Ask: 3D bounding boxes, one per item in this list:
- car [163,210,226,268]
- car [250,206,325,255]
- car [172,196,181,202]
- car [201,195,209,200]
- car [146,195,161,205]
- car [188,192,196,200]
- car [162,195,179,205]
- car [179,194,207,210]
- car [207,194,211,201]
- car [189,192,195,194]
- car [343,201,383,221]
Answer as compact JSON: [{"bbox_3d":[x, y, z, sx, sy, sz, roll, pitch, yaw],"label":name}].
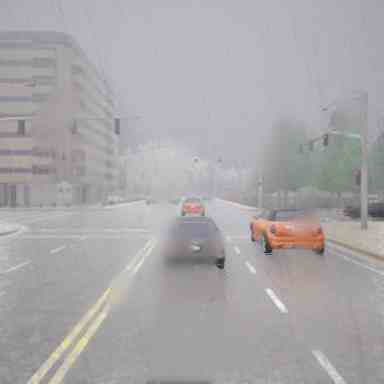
[{"bbox_3d":[0.079,1.549,11.297,2.033,1.411,5.357,0,0,0],"label":"car"},{"bbox_3d":[3.663,1.354,13.539,2.097,1.767,4.553,0,0,2],"label":"car"},{"bbox_3d":[-3.481,1.530,74.381,1.812,1.442,4.674,0,0,0],"label":"car"},{"bbox_3d":[3.523,1.417,89.135,1.994,1.385,4.181,0,0,0],"label":"car"},{"bbox_3d":[-7.029,1.530,58.883,1.812,1.442,4.674,0,0,1],"label":"car"},{"bbox_3d":[0.023,1.090,89.166,2.150,2.045,5.566,0,0,0],"label":"car"},{"bbox_3d":[-3.534,1.356,58.928,2.097,1.767,4.553,0,0,1],"label":"car"},{"bbox_3d":[0.102,1.330,32.573,2.097,1.767,4.553,0,0,0],"label":"car"},{"bbox_3d":[3.521,1.358,80.710,2.097,1.767,4.553,0,0,0],"label":"car"},{"bbox_3d":[0.021,1.481,79.203,1.882,1.535,5.008,0,0,0],"label":"car"},{"bbox_3d":[14.368,1.451,25.762,4.892,1.490,1.837,0,-1,1],"label":"car"}]
